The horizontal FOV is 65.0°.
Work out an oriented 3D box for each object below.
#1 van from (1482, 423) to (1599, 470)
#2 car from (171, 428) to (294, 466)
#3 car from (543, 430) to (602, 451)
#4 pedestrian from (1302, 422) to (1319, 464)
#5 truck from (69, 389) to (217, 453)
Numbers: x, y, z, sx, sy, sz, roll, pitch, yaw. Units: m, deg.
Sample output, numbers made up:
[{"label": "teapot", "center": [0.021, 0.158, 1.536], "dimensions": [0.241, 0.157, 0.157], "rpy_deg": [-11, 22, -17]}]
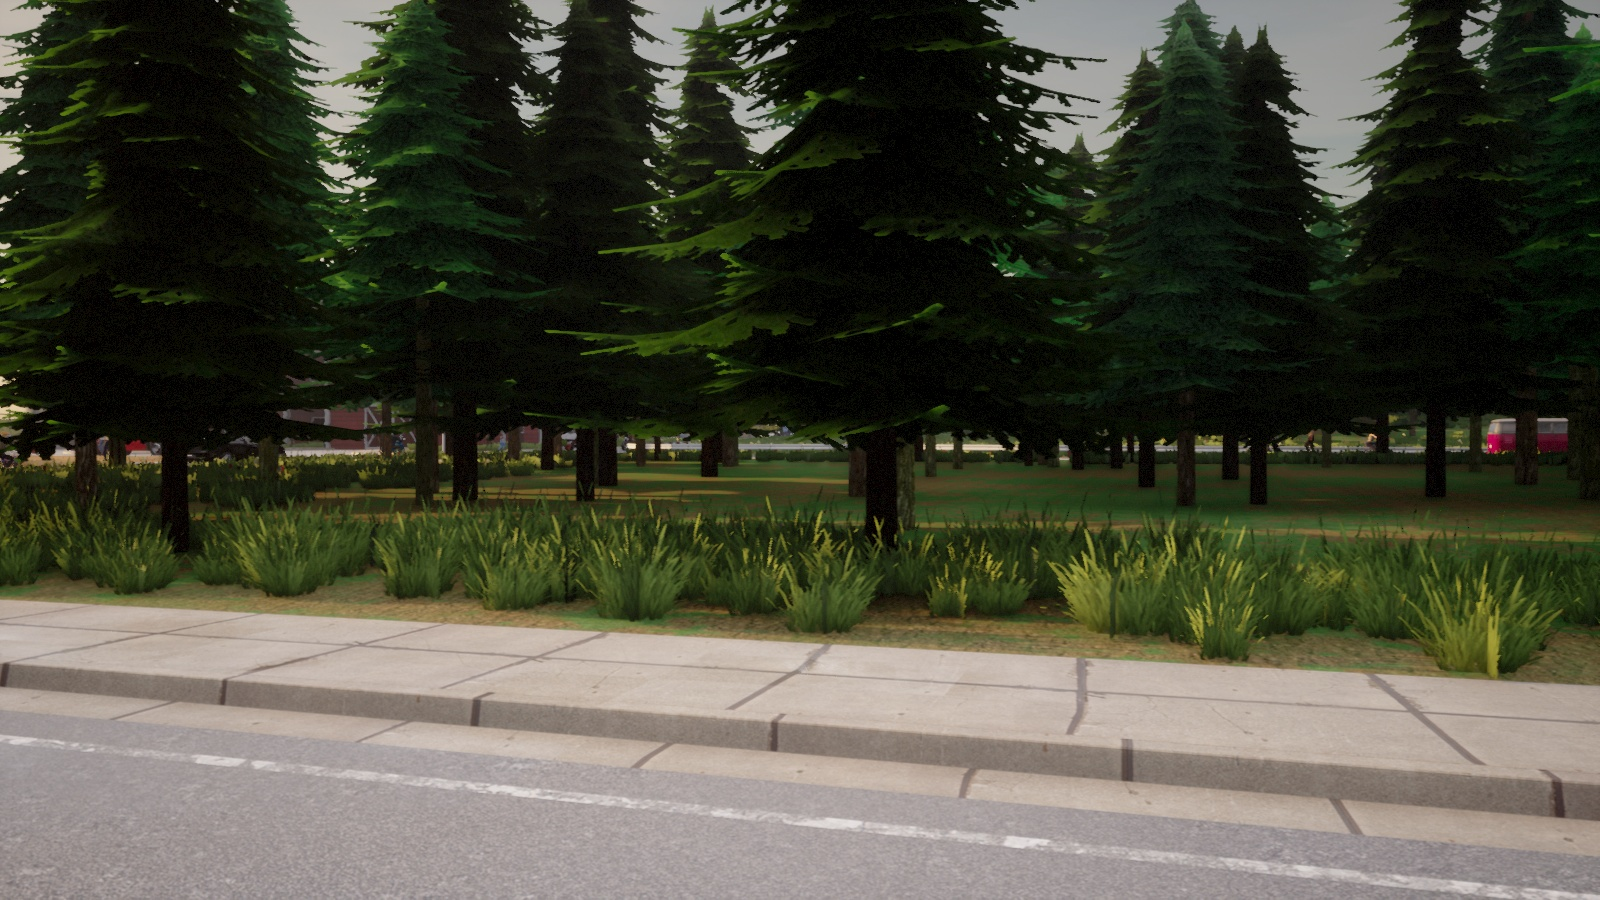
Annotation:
[{"label": "van", "center": [32.970, -0.176, 55.766], "dimensions": [4.442, 1.987, 1.775], "rpy_deg": [1, 1, 19]}, {"label": "car", "center": [-23.916, -0.154, 53.178], "dimensions": [1.882, 1.535, 5.008], "rpy_deg": [1, 1, 17]}, {"label": "car", "center": [-16.162, -0.691, 89.621], "dimensions": [2.163, 1.488, 4.792], "rpy_deg": [1, 1, 17]}, {"label": "pedestrian", "center": [22.257, -0.302, 54.789], "dimensions": [0.634, 1.846, 0.331], "rpy_deg": [1, 1, 14]}, {"label": "truck", "center": [-40.848, -1.816, 78.108], "dimensions": [8.468, 3.827, 2.891], "rpy_deg": [0, 1, 16]}]
